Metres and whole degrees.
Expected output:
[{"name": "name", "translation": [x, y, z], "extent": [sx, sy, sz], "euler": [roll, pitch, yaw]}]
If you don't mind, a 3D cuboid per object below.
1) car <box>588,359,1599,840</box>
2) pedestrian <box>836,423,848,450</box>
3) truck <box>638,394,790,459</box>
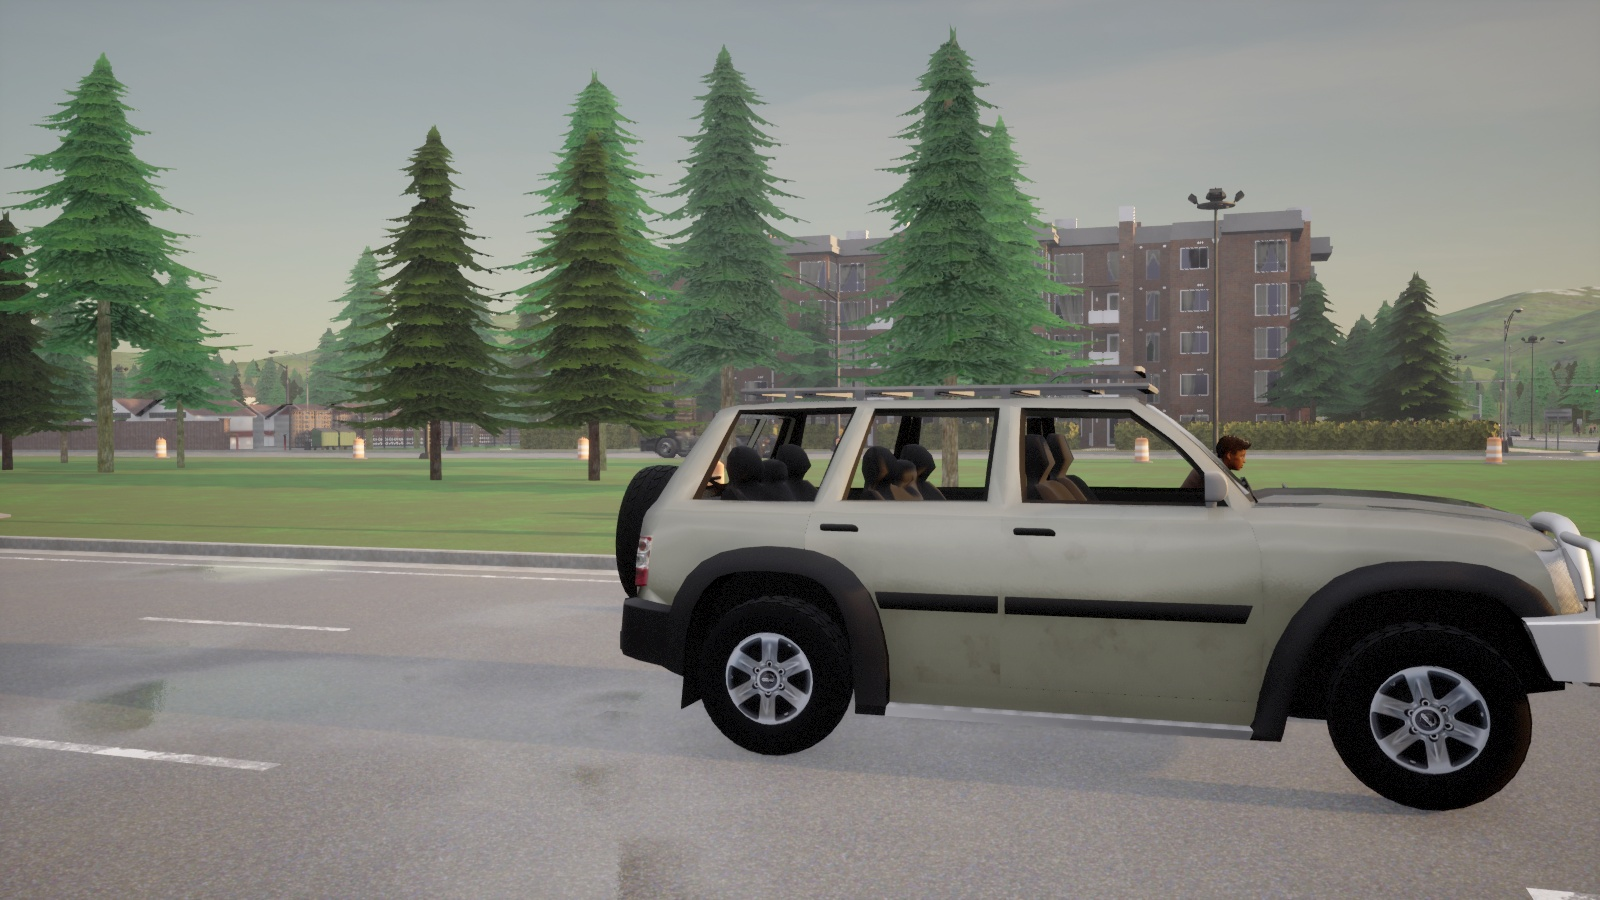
[{"name": "car", "translation": [1.444, 0.546, 6.396], "extent": [4.605, 1.855, 1.932], "euler": [1, 1, 18]}, {"name": "pedestrian", "translation": [2.858, -0.913, 86.145], "extent": [0.726, 1.835, 0.370], "euler": [1, 1, 20]}, {"name": "truck", "translation": [-4.766, -1.289, 69.662], "extent": [7.936, 3.462, 2.891], "euler": [1, 1, 19]}]
